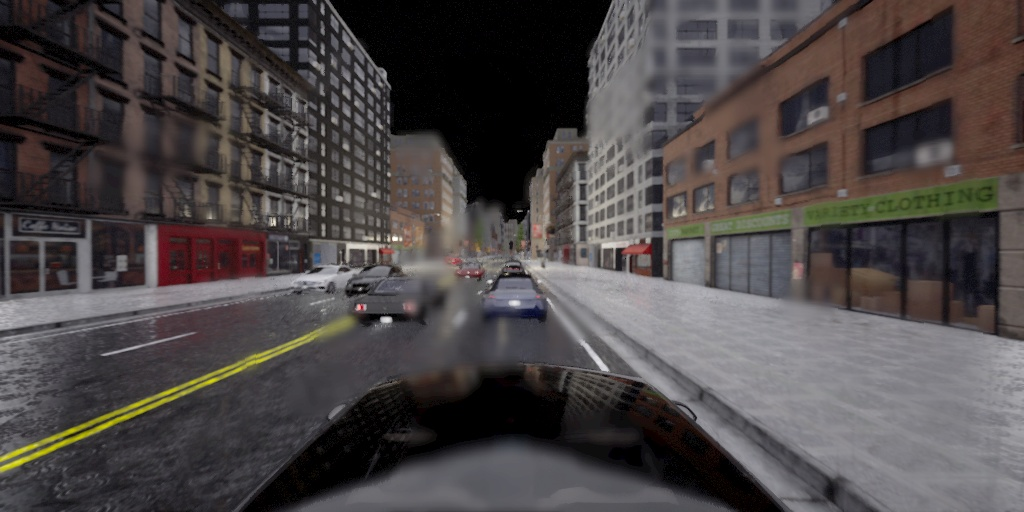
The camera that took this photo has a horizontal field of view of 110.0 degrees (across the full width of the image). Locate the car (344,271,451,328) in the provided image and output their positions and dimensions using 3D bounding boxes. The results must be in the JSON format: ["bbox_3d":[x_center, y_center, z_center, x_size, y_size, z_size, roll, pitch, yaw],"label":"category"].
[{"bbox_3d":[-3.152,1.312,11.226,1.895,1.301,4.718,0,0,0],"label":"car"}]

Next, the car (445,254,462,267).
[{"bbox_3d":[-9.787,0.697,60.813,2.150,2.045,5.566,0,0,1],"label":"car"}]

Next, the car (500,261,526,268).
[{"bbox_3d":[0.083,1.133,29.592,1.837,1.490,4.892,0,0,0],"label":"car"}]

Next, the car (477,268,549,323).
[{"bbox_3d":[0.098,1.272,11.977,1.994,1.385,4.181,0,0,0],"label":"car"}]

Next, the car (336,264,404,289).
[{"bbox_3d":[-6.600,1.186,17.997,1.837,1.490,4.892,0,0,0],"label":"car"}]

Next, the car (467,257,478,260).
[{"bbox_3d":[-6.553,0.987,59.091,1.837,1.490,4.892,0,0,1],"label":"car"}]

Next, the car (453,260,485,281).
[{"bbox_3d":[-3.149,1.235,28.148,1.895,1.301,4.718,0,0,0],"label":"car"}]

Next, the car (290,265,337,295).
[{"bbox_3d":[-9.852,1.201,19.366,1.812,1.442,4.674,0,0,0],"label":"car"}]
